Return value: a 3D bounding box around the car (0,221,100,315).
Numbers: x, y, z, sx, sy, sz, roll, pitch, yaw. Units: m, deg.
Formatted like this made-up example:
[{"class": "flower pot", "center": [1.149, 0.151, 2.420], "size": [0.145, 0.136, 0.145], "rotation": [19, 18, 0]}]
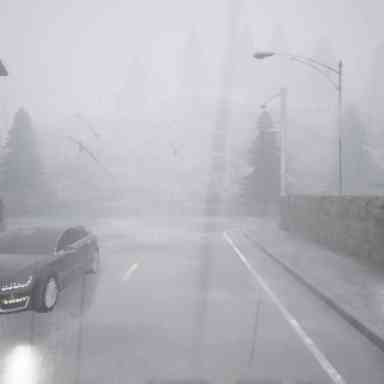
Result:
[{"class": "car", "center": [-3.568, 1.517, 7.796], "size": [1.837, 1.490, 4.892], "rotation": [0, 0, 0]}]
